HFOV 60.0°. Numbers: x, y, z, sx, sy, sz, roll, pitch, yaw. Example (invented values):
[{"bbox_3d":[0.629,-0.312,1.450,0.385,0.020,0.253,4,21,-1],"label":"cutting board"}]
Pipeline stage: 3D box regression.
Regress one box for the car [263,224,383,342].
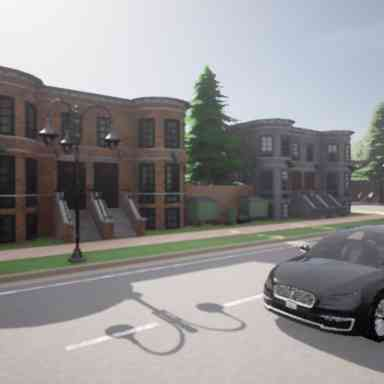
[{"bbox_3d":[3.481,1.451,6.471,4.892,1.490,1.837,-1,0,-36],"label":"car"}]
